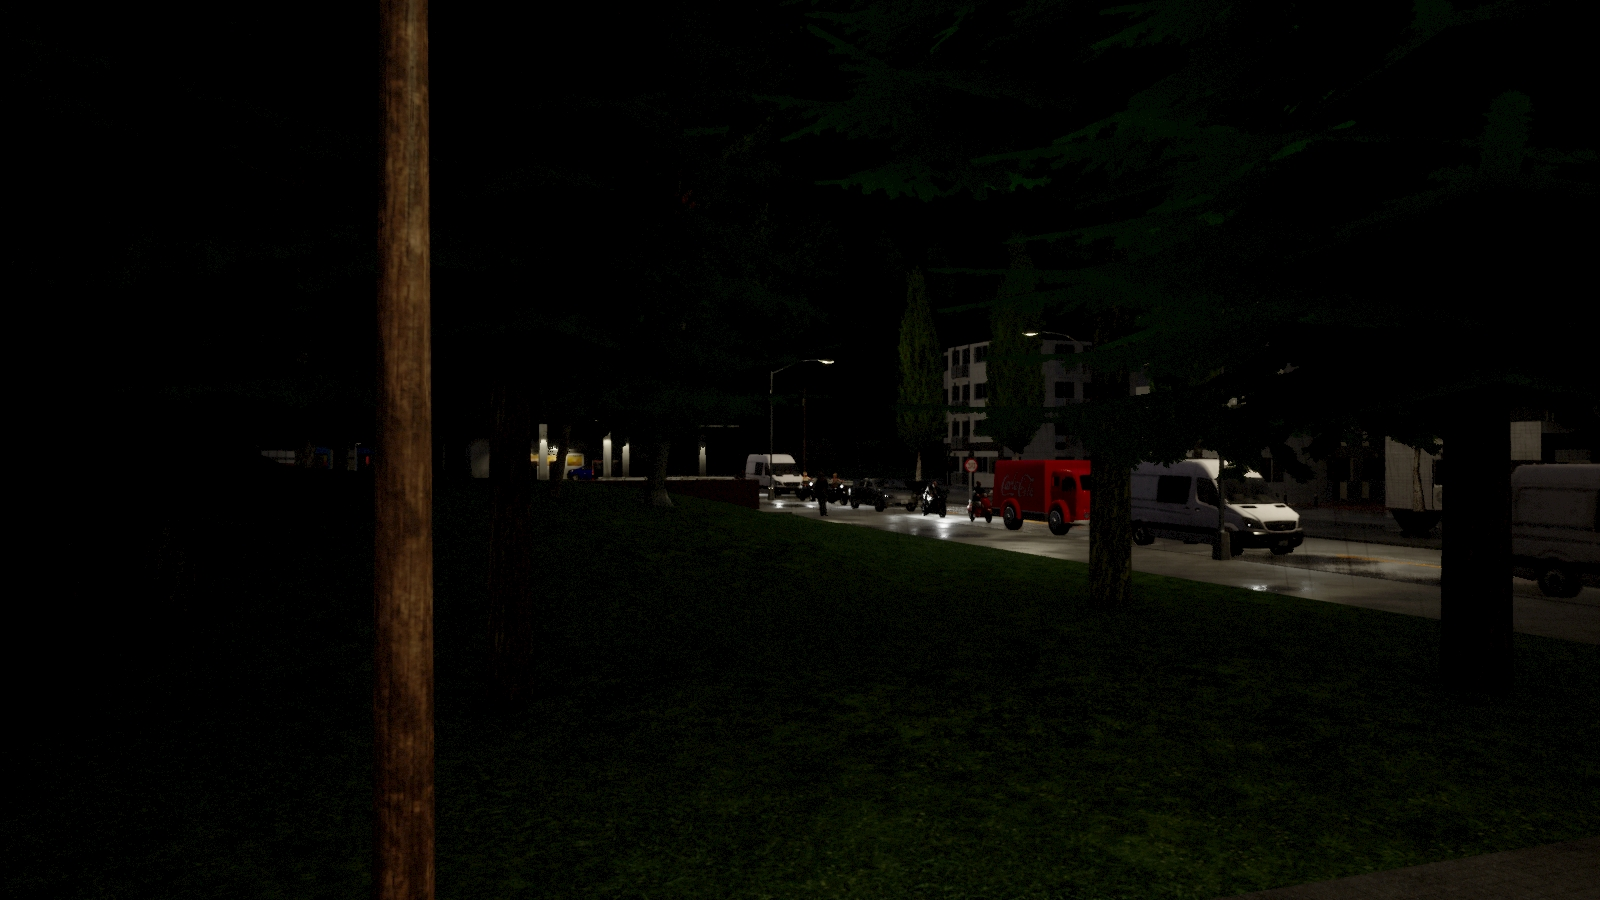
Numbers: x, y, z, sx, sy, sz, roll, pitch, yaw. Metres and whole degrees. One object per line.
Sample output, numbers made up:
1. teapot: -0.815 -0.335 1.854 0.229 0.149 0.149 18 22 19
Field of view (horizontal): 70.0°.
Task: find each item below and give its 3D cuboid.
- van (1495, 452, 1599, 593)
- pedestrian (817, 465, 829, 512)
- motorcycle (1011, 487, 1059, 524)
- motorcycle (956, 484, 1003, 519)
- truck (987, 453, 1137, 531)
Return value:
1. van: 15.792 1.324 20.335 1.988 2.561 5.915 0 0 -20
2. pedestrian: 0.907 1.532 45.917 0.375 1.860 0.375 0 0 -20
3. motorcycle: 8.397 1.970 40.853 0.856 1.236 1.805 0 0 -20
4. motorcycle: 6.991 1.993 44.695 0.867 1.251 2.209 0 0 -20
5. truck: 8.905 1.356 39.393 2.627 2.467 5.204 0 0 -20
